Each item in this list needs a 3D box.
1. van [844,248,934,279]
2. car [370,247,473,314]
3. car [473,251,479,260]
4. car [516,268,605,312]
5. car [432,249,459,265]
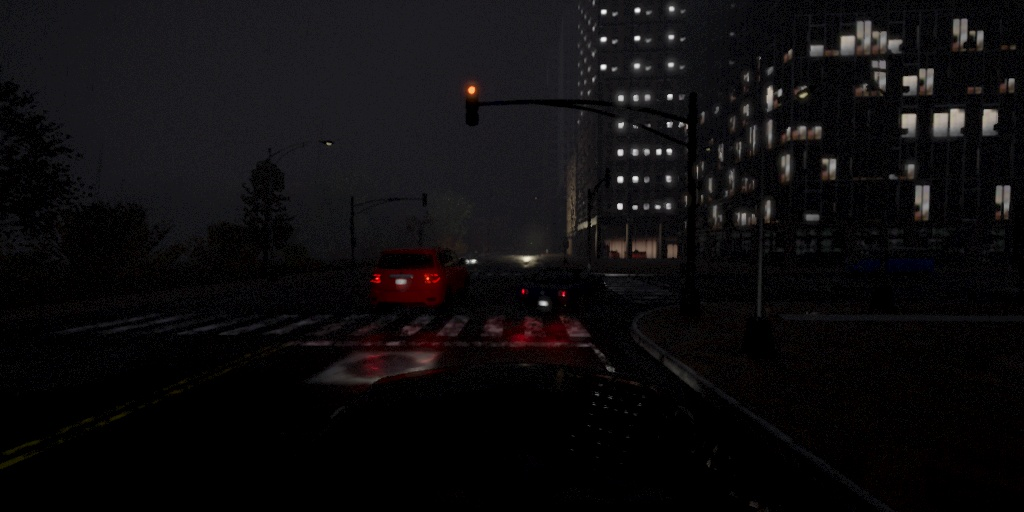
[{"bbox_3d":[22.113,0.391,21.131,3.998,1.789,1.690,0,0,4],"label":"van"},{"bbox_3d":[-2.939,0.708,12.491,2.150,2.045,5.566,0,2,2],"label":"car"},{"bbox_3d":[-6.794,-0.176,60.941,2.128,1.511,4.902,0,1,4],"label":"car"},{"bbox_3d":[1.947,1.067,12.858,1.895,1.301,4.718,1,2,26],"label":"car"},{"bbox_3d":[-7.918,0.101,43.255,2.097,1.767,4.553,0,1,4],"label":"car"}]
